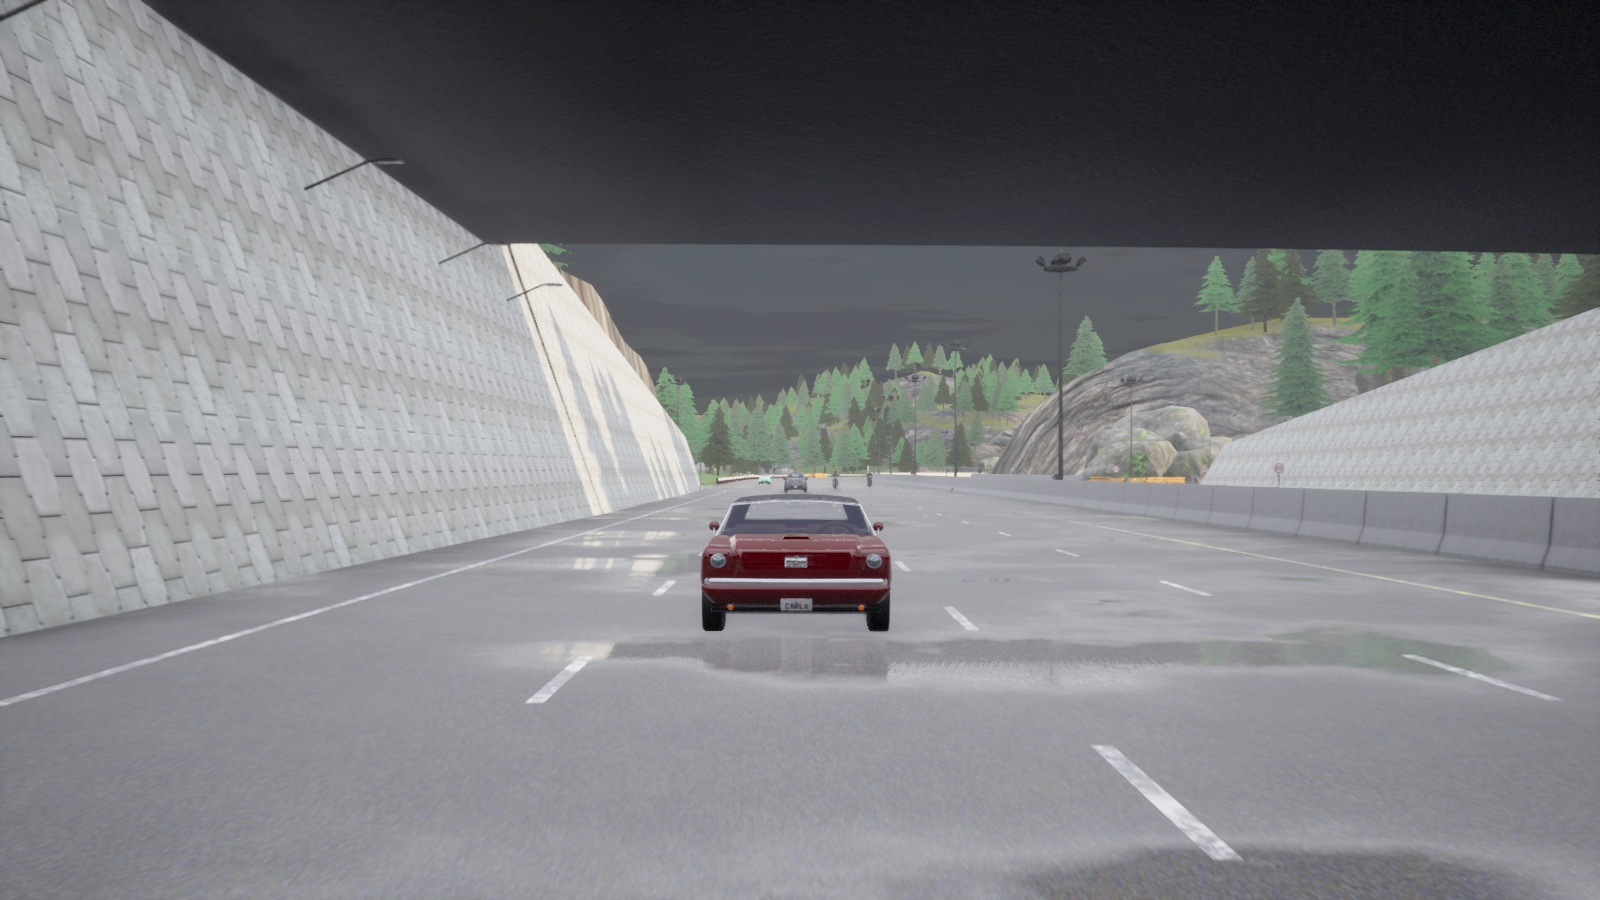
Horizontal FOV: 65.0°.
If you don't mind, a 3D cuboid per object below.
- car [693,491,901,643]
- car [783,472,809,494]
[{"bbox_3d":[-0.033,1.146,13.805,1.895,1.301,4.718,0,-1,0],"label":"car"},{"bbox_3d":[-0.295,2.341,90.298,1.845,1.501,3.633,0,-1,0],"label":"car"}]
